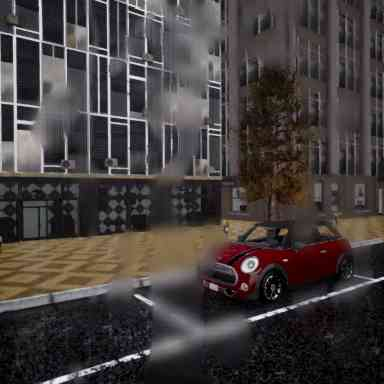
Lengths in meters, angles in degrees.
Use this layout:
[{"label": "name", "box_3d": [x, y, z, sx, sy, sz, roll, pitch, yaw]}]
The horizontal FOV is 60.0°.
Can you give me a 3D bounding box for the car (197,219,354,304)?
[{"label": "car", "box_3d": [2.067, 1.439, 8.043, 4.097, 1.590, 1.967, 0, -1, -35]}]
